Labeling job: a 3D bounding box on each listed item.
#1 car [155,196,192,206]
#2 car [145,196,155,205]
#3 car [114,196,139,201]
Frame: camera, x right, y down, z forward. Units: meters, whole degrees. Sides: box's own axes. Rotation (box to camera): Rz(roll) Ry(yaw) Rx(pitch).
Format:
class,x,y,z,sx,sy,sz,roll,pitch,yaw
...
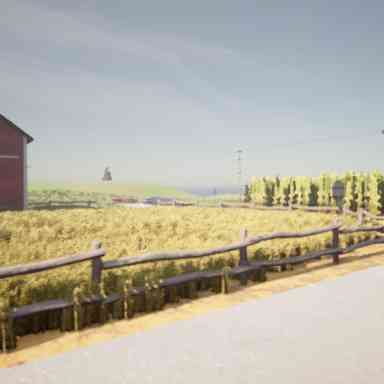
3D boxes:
class,x,y,z,sx,sy,sz,roll,pitch,yaw
car,-2.099,1.402,41.138,2.033,1.411,5.357,0,0,-35
car,-5.669,1.359,51.946,1.812,1.442,4.674,0,0,-35
car,-11.937,1.438,59.752,4.718,1.301,1.895,0,0,33
